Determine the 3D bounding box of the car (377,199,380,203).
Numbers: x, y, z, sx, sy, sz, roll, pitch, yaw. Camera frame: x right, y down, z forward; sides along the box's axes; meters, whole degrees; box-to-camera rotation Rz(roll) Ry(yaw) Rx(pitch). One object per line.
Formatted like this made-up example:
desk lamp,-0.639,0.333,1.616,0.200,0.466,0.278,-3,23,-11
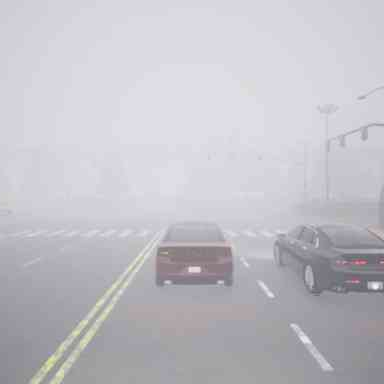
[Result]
car,25.874,1.772,46.781,4.892,1.490,1.837,0,0,0

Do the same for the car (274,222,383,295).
car,3.557,1.558,8.859,1.837,1.490,4.892,0,0,0

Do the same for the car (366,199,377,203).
car,20.473,1.795,43.293,5.357,1.411,2.033,0,0,0

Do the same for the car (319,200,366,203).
car,17.959,1.791,39.802,4.181,1.385,1.994,0,0,0

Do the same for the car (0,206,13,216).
car,-20.315,1.665,32.730,5.008,1.535,1.882,0,0,0

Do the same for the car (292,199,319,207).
car,16.553,1.772,46.805,4.892,1.490,1.837,0,0,0

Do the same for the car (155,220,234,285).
car,0.058,1.533,9.674,1.882,1.535,5.008,0,0,0
